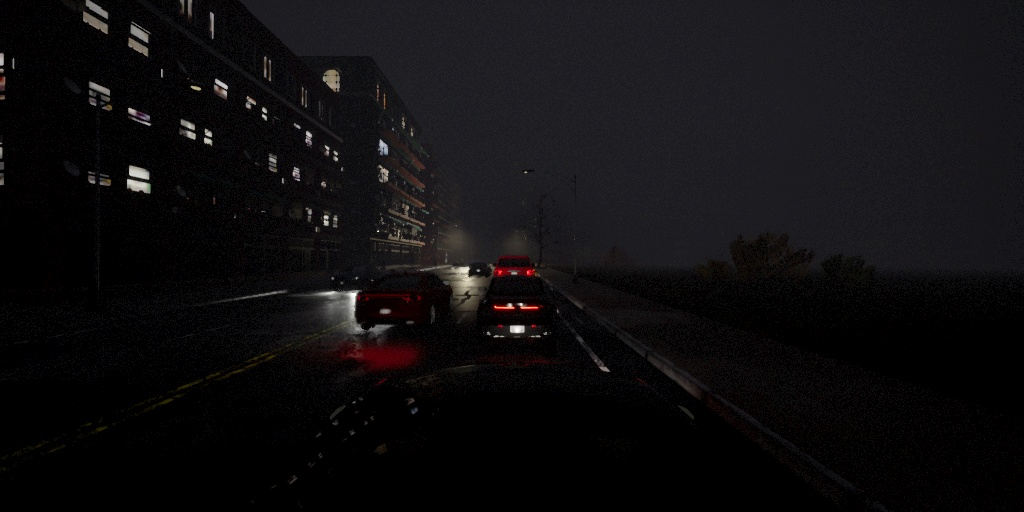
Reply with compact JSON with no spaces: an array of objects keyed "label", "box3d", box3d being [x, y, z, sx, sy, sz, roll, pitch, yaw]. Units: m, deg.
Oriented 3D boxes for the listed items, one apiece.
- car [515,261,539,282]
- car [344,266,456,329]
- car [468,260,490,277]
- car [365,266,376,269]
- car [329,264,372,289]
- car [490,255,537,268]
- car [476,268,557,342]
[{"label":"car","box3d":[1.164,1.209,30.538,1.801,1.575,5.366,0,0,0]},{"label":"car","box3d":[-3.142,1.229,11.359,1.882,1.535,5.008,0,0,0]},{"label":"car","box3d":[-3.120,1.318,35.279,1.994,1.385,4.181,0,0,0]},{"label":"car","box3d":[-6.583,1.354,20.904,1.895,1.301,4.718,0,0,0]},{"label":"car","box3d":[-9.831,1.279,23.044,1.812,1.442,4.674,0,0,0]},{"label":"car","box3d":[0.117,0.974,20.131,2.150,2.045,5.566,0,0,0]},{"label":"car","box3d":[0.109,1.256,9.784,1.837,1.490,4.892,0,0,0]}]
